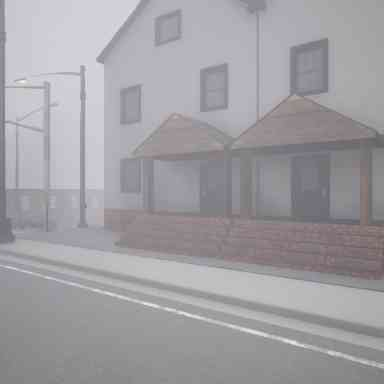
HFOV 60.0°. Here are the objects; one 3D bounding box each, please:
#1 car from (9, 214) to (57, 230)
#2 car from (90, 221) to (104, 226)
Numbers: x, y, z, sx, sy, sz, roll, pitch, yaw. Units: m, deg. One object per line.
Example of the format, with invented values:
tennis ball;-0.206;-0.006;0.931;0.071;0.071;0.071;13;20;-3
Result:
car;-14.069;2.655;29.317;1.994;1.385;4.181;0;-9;36
car;-8.969;3.820;36.408;2.097;1.767;4.553;0;-12;35
